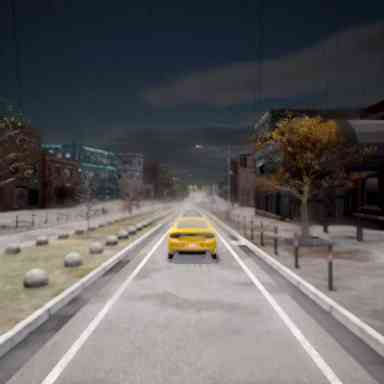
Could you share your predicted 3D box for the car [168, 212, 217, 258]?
[{"bbox_3d":[0.030,1.827,14.364,1.882,1.535,5.008,0,-1,0],"label":"car"}]
